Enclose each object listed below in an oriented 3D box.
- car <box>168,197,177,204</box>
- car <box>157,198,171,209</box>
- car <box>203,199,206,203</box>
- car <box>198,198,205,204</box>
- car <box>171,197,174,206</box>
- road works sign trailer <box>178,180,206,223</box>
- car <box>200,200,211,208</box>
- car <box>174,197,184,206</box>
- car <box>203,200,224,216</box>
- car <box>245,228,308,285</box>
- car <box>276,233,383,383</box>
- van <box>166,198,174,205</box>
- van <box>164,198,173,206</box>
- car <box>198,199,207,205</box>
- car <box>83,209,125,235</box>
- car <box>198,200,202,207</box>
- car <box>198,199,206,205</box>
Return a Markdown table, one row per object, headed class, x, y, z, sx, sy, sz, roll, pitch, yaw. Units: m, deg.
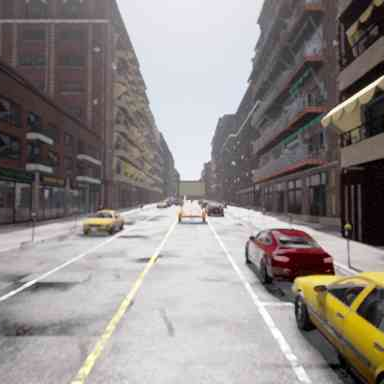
| class | x | y | z | sx | sy | sz | roll | pitch | yaw |
| --- | --- | --- | --- | --- | --- | --- | --- | --- | --- |
| car | -5.287 | 2.415 | 92.474 | 2.192 | 1.841 | 5.009 | 1 | -1 | 0 |
| car | -5.293 | 2.179 | 59.121 | 1.752 | 1.417 | 4.829 | 2 | -1 | 0 |
| car | 2.587 | 1.980 | 42.808 | 1.752 | 1.417 | 4.829 | 1 | -1 | 0 |
| car | 2.598 | 2.540 | 92.411 | 1.967 | 1.590 | 4.097 | 1 | -1 | 0 |
| car | -5.287 | 2.041 | 64.825 | 2.192 | 1.841 | 5.009 | 2 | -1 | 0 |
| road works sign trailer | -0.008 | 0.759 | 28.790 | 2.380 | 3.560 | 2.880 | 0 | -1 | 0 |
| car | 2.587 | 2.276 | 64.758 | 2.008 | 1.369 | 4.403 | 1 | -1 | 0 |
| car | -2.747 | 2.303 | 71.062 | 1.837 | 1.490 | 4.892 | 0 | -1 | 0 |
| car | 2.586 | 1.933 | 37.106 | 1.887 | 1.381 | 4.507 | 1 | -1 | 0 |
| car | 2.585 | 1.675 | 9.458 | 1.802 | 1.307 | 4.206 | 1 | -1 | 0 |
| car | 2.586 | 1.566 | 4.099 | 1.752 | 1.417 | 4.829 | 2 | -1 | 0 |
| van | -5.288 | 2.286 | 81.414 | 1.690 | 1.788 | 3.998 | 1 | -1 | 0 |
| van | -5.287 | 2.210 | 75.882 | 1.690 | 1.788 | 3.998 | 2 | -1 | 0 |
| car | 2.588 | 2.489 | 81.349 | 1.887 | 1.381 | 4.507 | 1 | -1 | 0 |
| car | -5.293 | 1.730 | 20.416 | 1.752 | 1.417 | 4.829 | 2 | -1 | 0 |
| car | 2.587 | 2.200 | 59.227 | 1.887 | 1.381 | 4.507 | 1 | -1 | 0 |
| car | 2.588 | 2.566 | 86.878 | 1.887 | 1.381 | 4.507 | 1 | -1 | 0 |
